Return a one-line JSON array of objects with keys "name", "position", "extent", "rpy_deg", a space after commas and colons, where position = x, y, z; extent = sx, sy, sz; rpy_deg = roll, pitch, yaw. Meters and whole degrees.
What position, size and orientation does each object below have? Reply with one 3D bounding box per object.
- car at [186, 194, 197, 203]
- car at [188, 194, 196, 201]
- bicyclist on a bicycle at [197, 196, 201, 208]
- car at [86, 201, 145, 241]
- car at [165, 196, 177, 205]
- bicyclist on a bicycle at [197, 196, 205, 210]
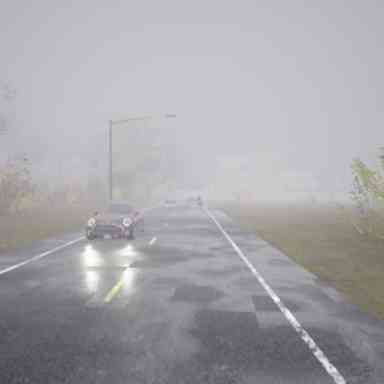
[{"name": "car", "position": [0.022, 1.302, 64.074], "extent": [1.812, 1.442, 4.674], "rpy_deg": [0, 0, 1]}, {"name": "car", "position": [-0.015, 1.247, 76.753], "extent": [1.812, 1.442, 4.674], "rpy_deg": [0, 0, 0]}, {"name": "bicyclist on a bicycle", "position": [0.953, 1.304, 45.260], "extent": [0.582, 1.620, 1.656], "rpy_deg": [0, 0, 0]}, {"name": "car", "position": [-3.601, 1.303, 16.377], "extent": [2.097, 1.767, 4.553], "rpy_deg": [0, 0, 0]}, {"name": "car", "position": [-3.558, 1.354, 56.453], "extent": [2.033, 1.411, 5.357], "rpy_deg": [0, 0, 1]}, {"name": "bicyclist on a bicycle", "position": [0.968, 1.322, 35.815], "extent": [0.866, 1.612, 1.509], "rpy_deg": [0, 0, 0]}]
